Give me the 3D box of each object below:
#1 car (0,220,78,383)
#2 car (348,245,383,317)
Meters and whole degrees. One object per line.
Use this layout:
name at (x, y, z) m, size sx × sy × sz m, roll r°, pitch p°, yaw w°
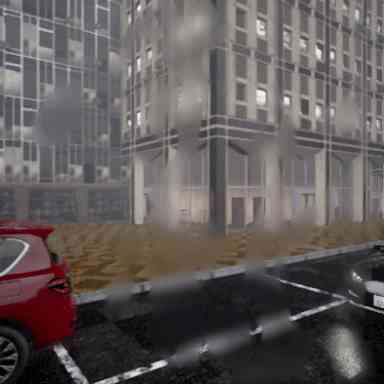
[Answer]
car at (-3.822, 1.315, 3.535) m, size 5.009 × 1.841 × 2.192 m, roll 0°, pitch 0°, yaw -35°
car at (5.052, 1.493, 6.668) m, size 4.902 × 1.511 × 2.128 m, roll 0°, pitch 0°, yaw -36°
